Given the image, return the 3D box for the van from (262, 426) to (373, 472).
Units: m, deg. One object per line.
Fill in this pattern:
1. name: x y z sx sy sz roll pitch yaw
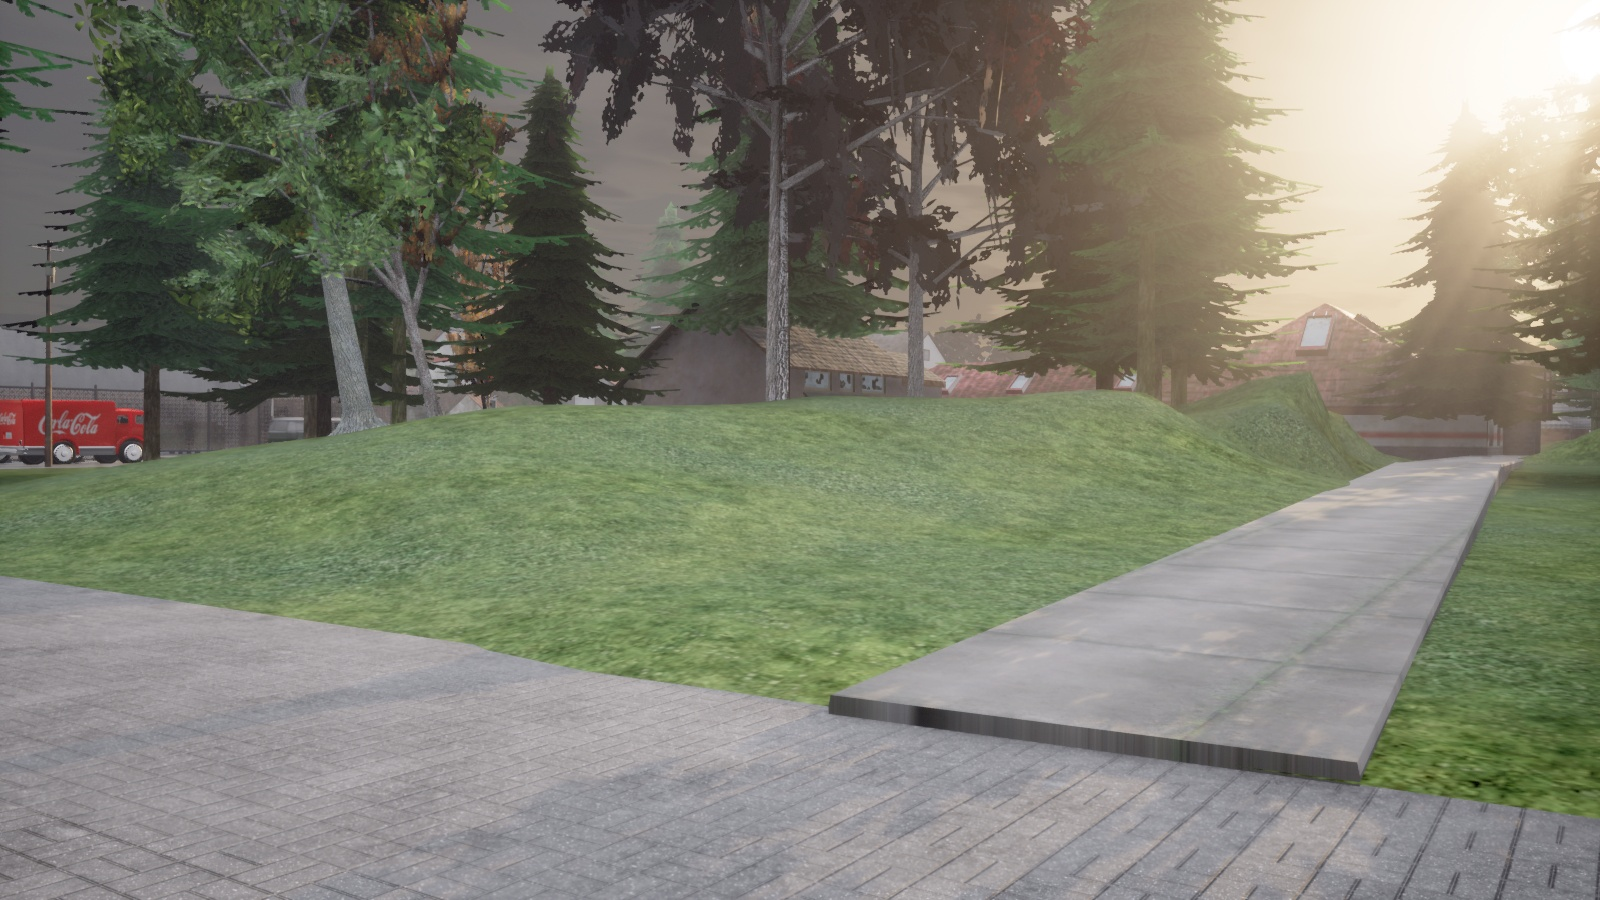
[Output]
1. van: -21.613 -0.089 56.441 1.775 1.987 4.442 0 1 33

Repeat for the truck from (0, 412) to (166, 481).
1. truck: -27.380 -0.159 47.754 2.627 2.467 5.204 0 1 34

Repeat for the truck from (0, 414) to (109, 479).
1. truck: -30.790 -0.157 49.847 2.627 2.467 5.204 0 1 34
